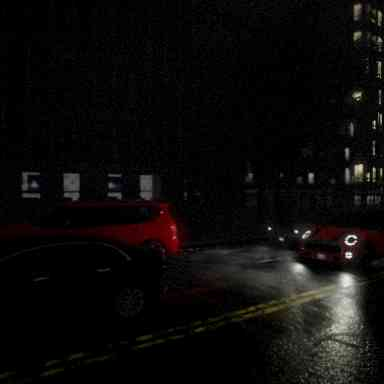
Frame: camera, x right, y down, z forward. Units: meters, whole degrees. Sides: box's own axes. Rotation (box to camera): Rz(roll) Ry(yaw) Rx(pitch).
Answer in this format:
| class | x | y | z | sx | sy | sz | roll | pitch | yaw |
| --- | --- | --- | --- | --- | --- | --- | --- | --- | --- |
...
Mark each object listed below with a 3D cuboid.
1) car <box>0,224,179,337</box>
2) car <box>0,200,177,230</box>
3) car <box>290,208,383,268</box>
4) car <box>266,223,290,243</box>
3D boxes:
| class | x | y | z | sx | sy | sz | roll | pitch | yaw |
| --- | --- | --- | --- | --- | --- | --- | --- | --- | --- |
| car | -2.722 | 1.516 | 5.737 | 4.892 | 1.490 | 1.837 | 1 | -1 | -36 |
| car | -3.012 | 1.255 | 9.523 | 5.566 | 2.045 | 2.150 | 1 | -1 | -36 |
| car | 5.936 | 1.488 | 11.899 | 4.553 | 1.767 | 2.097 | 1 | 0 | -35 |
| car | 5.673 | 1.759 | 15.699 | 4.718 | 1.301 | 1.895 | 1 | 0 | -36 |
